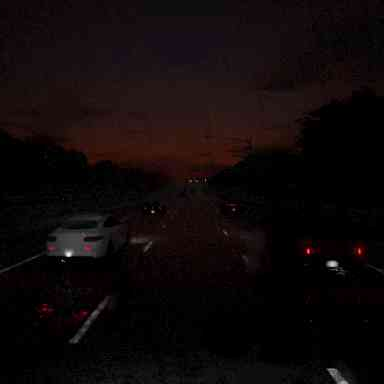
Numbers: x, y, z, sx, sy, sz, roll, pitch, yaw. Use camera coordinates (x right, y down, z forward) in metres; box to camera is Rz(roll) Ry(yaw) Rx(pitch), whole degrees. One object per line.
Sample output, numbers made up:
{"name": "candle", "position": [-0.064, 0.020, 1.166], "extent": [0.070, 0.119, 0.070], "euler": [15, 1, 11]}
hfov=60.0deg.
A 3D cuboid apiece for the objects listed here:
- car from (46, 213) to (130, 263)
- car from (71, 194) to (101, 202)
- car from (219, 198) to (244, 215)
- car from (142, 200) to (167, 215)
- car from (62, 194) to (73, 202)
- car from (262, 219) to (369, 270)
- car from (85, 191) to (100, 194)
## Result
{"name": "car", "position": [-3.397, 1.455, 11.481], "extent": [1.812, 1.442, 4.674], "euler": [0, 0, 0]}
{"name": "car", "position": [-14.069, 1.310, 44.913], "extent": [2.033, 1.411, 5.357], "euler": [0, 0, 0]}
{"name": "car", "position": [3.609, 1.320, 31.020], "extent": [2.128, 1.511, 4.902], "euler": [0, 0, 0]}
{"name": "car", "position": [-3.391, 1.428, 31.099], "extent": [1.895, 1.301, 4.718], "euler": [0, 0, 0]}
{"name": "car", "position": [-21.015, 1.172, 58.296], "extent": [1.882, 1.535, 5.008], "euler": [0, 0, 1]}
{"name": "car", "position": [3.603, 1.534, 10.740], "extent": [1.895, 1.301, 4.718], "euler": [0, 0, 0]}
{"name": "car", "position": [-17.518, 0.919, 57.797], "extent": [2.150, 2.045, 5.566], "euler": [0, 0, 1]}
